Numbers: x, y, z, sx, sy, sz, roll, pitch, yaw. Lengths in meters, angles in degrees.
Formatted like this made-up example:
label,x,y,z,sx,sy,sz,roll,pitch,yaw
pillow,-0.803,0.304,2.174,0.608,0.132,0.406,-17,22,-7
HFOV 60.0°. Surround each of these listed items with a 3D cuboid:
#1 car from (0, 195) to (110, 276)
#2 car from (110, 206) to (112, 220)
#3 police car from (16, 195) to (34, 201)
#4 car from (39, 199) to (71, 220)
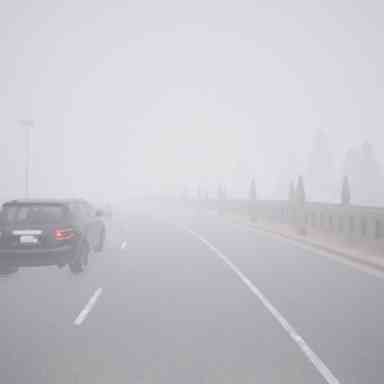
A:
label,x,y,z,sx,sy,sz,roll,pitch,yaw
car,-4.196,1.198,10.549,2.150,2.045,5.566,0,0,-6
car,-7.547,1.548,27.214,1.895,1.301,4.718,0,0,-16
police car,-42.671,1.522,85.041,5.238,1.638,1.930,0,0,36
car,-11.691,1.461,28.653,2.128,1.511,4.902,0,0,-17
